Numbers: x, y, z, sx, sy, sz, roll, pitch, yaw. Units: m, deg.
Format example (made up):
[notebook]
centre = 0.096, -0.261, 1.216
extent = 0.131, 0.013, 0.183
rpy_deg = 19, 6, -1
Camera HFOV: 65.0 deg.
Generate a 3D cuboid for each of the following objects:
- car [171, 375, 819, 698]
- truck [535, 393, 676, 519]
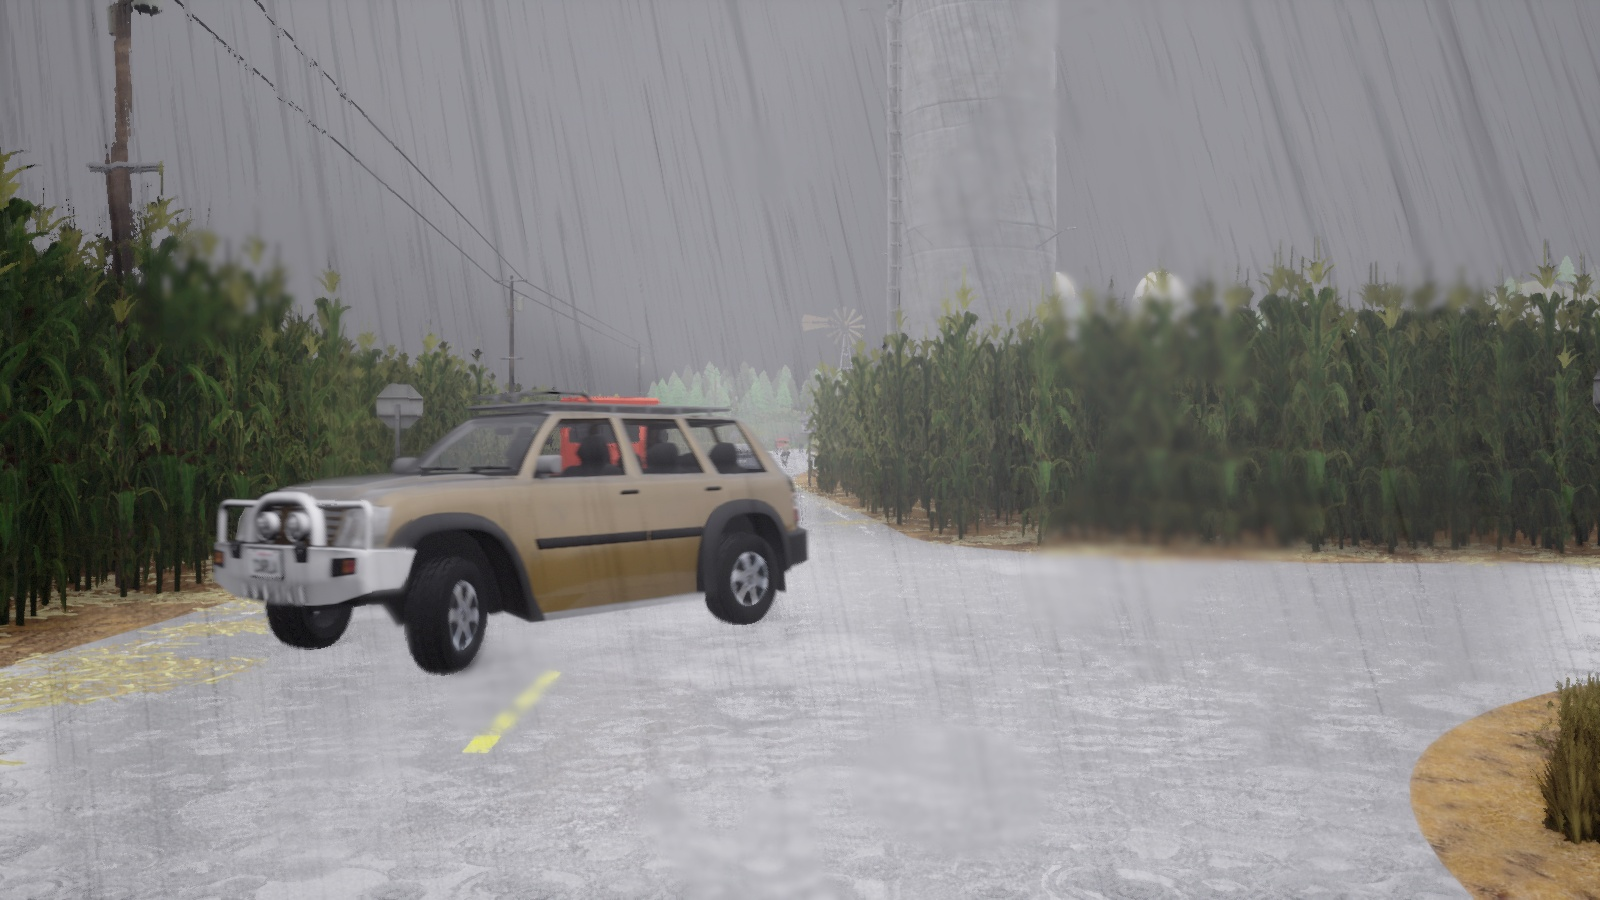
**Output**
[car]
centre = -2.021, 0.508, 9.620
extent = 1.932, 1.855, 4.605
rpy_deg = -1, -1, 38
[truck]
centre = -4.080, 0.102, 27.315
extent = 2.627, 2.467, 5.204
rpy_deg = 0, 0, -4
